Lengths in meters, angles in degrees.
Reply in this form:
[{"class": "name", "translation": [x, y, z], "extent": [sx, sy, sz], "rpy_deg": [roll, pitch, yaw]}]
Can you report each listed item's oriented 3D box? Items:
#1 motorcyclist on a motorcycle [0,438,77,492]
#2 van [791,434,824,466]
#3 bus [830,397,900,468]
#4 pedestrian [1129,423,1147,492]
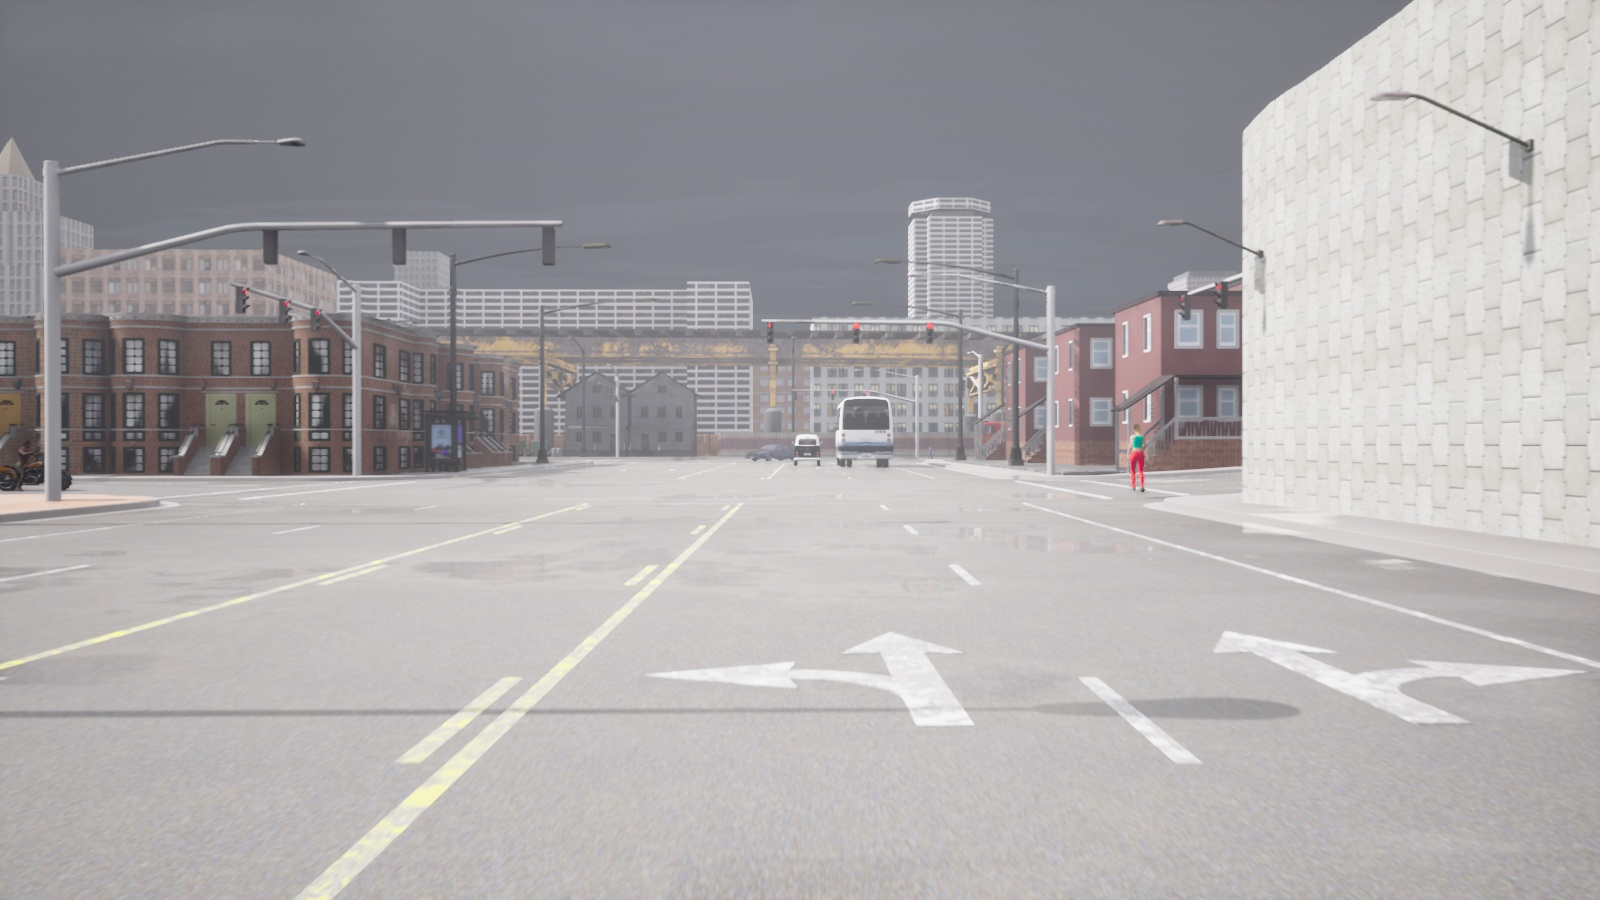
[{"class": "motorcyclist on a motorcycle", "translation": [-23.936, 0.457, 39.148], "extent": [2.350, 1.649, 0.766], "rpy_deg": [0, 0, 0]}, {"class": "van", "translation": [0.483, 0.008, 82.084], "extent": [2.069, 2.038, 4.480], "rpy_deg": [0, 0, 0]}, {"class": "bus", "translation": [3.970, -1.076, 79.726], "extent": [3.944, 4.253, 10.273], "rpy_deg": [0, 0, 0]}, {"class": "pedestrian", "translation": [9.080, 0.205, 33.753], "extent": [0.345, 1.836, 0.594], "rpy_deg": [0, 0, 1]}]
